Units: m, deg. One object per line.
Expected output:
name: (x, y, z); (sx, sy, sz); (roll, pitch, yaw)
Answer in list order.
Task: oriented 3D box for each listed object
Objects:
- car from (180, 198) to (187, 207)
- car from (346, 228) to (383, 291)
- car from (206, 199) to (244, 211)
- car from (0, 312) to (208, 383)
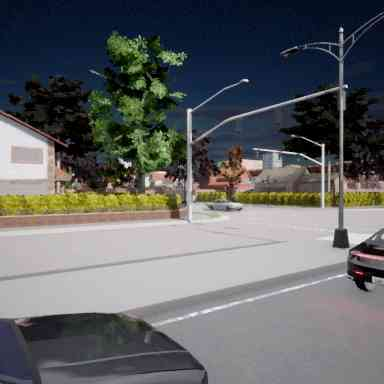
car: (-2.098, 1.483, 46.632); (1.895, 1.301, 4.718); (0, 0, -36)
car: (5.549, 1.474, 7.694); (4.902, 1.511, 2.128); (0, 0, -35)
car: (3.790, 1.505, 38.464); (1.895, 1.301, 4.718); (0, 0, -36)
car: (-2.390, 1.543, 2.040); (5.357, 1.411, 2.033); (0, 0, -36)
